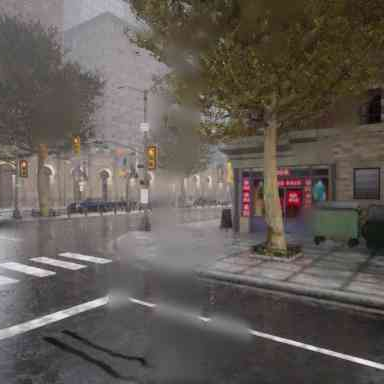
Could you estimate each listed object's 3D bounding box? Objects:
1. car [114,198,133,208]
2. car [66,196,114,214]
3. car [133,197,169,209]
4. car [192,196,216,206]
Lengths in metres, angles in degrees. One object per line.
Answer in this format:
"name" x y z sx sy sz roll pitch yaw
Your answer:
"car" -10.215 1.595 47.935 1.895 1.301 4.718 0 0 36
"car" -11.017 1.352 35.464 2.097 1.767 4.553 0 0 36
"car" -4.983 1.505 43.817 1.837 1.490 4.892 0 0 36
"car" 2.029 1.504 53.500 1.837 1.490 4.892 0 0 36
